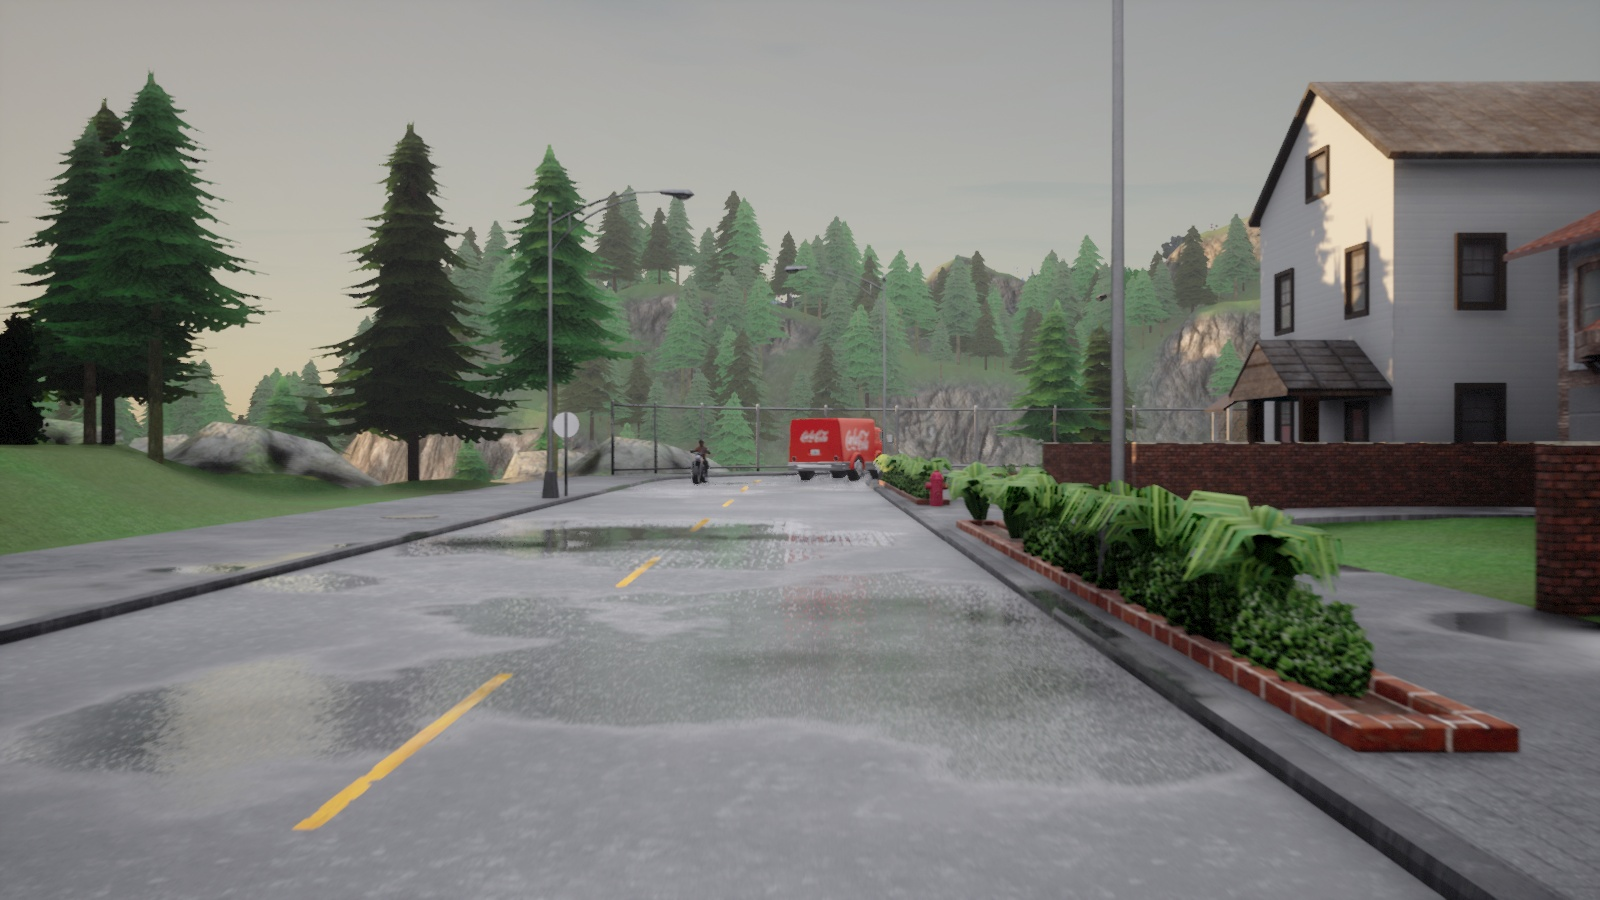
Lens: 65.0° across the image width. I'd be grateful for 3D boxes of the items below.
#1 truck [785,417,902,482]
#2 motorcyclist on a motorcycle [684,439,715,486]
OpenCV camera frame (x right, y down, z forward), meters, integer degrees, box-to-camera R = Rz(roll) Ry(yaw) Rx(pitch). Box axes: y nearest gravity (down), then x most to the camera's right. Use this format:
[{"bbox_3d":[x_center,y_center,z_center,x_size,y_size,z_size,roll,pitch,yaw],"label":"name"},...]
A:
[{"bbox_3d":[1.832,-0.025,50.717,2.627,2.467,5.204,-1,0,29],"label":"truck"},{"bbox_3d":[-3.681,0.435,45.996,0.766,1.649,2.350,1,1,4],"label":"motorcyclist on a motorcycle"}]
